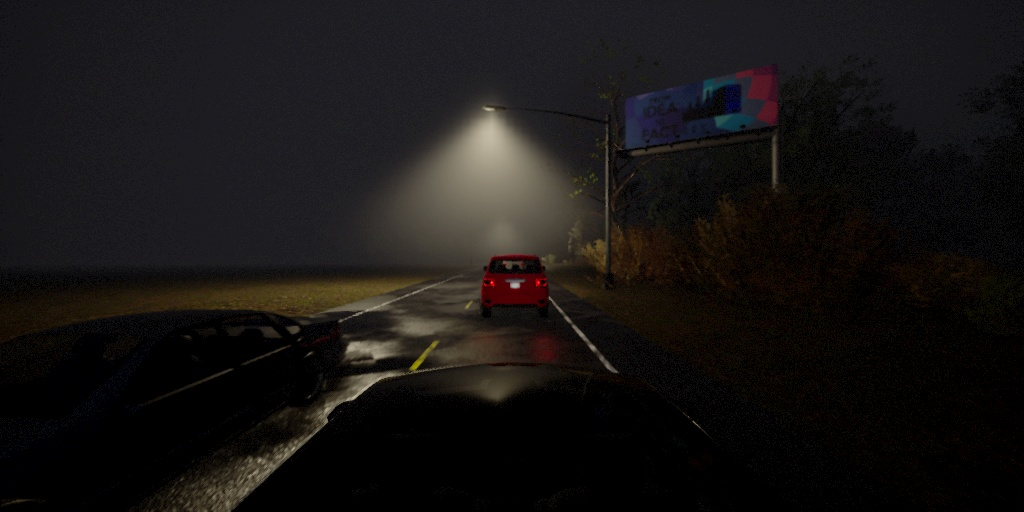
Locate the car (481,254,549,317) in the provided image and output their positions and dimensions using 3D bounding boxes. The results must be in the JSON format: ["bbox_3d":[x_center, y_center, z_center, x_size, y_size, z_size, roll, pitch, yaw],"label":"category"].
[{"bbox_3d":[0.097,0.958,13.306,2.150,2.045,5.566,0,0,0],"label":"car"}]

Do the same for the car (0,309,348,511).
[{"bbox_3d":[-3.583,1.295,3.496,2.033,1.411,5.357,0,0,0],"label":"car"}]
